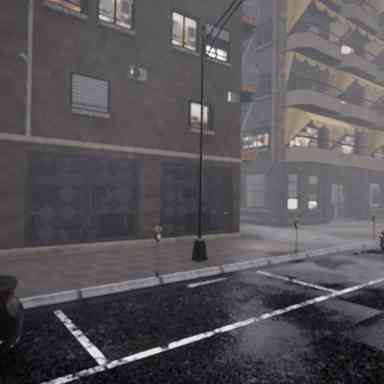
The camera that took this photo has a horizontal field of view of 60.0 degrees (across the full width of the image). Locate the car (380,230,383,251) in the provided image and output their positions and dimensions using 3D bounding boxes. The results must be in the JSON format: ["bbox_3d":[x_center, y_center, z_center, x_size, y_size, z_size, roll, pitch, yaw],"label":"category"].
[{"bbox_3d":[9.252,1.654,13.349,4.507,1.381,1.887,1,1,-36],"label":"car"}]

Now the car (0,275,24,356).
[{"bbox_3d":[-4.230,1.541,3.486,4.403,1.369,2.008,1,1,-36],"label":"car"}]
